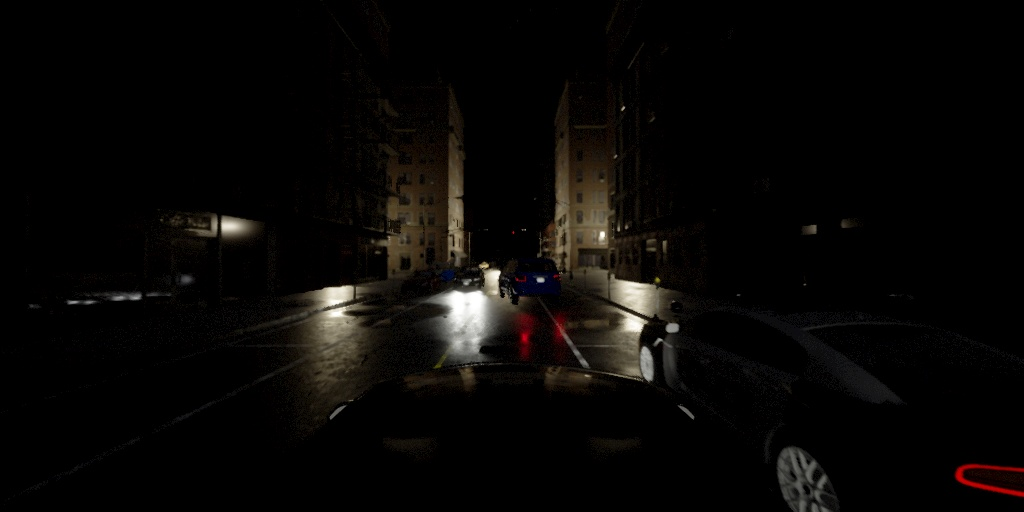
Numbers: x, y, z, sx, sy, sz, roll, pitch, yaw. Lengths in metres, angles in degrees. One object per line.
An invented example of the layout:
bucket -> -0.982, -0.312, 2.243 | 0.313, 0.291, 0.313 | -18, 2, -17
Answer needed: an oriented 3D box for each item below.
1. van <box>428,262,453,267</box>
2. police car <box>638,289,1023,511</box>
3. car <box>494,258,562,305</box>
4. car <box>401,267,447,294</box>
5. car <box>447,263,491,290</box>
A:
van -> -5.389, 1.342, 27.189 | 1.690, 1.789, 3.998 | 0, 0, 0
police car -> 3.009, 1.199, 4.084 | 1.930, 1.638, 5.238 | 0, -1, 0
car -> 0.706, 1.127, 17.488 | 2.150, 2.045, 5.566 | 0, -1, -11
car -> -5.391, 1.530, 21.783 | 1.802, 1.307, 4.207 | 0, 0, 0
car -> -2.842, 1.469, 24.765 | 2.128, 1.511, 4.902 | 0, -1, 0
